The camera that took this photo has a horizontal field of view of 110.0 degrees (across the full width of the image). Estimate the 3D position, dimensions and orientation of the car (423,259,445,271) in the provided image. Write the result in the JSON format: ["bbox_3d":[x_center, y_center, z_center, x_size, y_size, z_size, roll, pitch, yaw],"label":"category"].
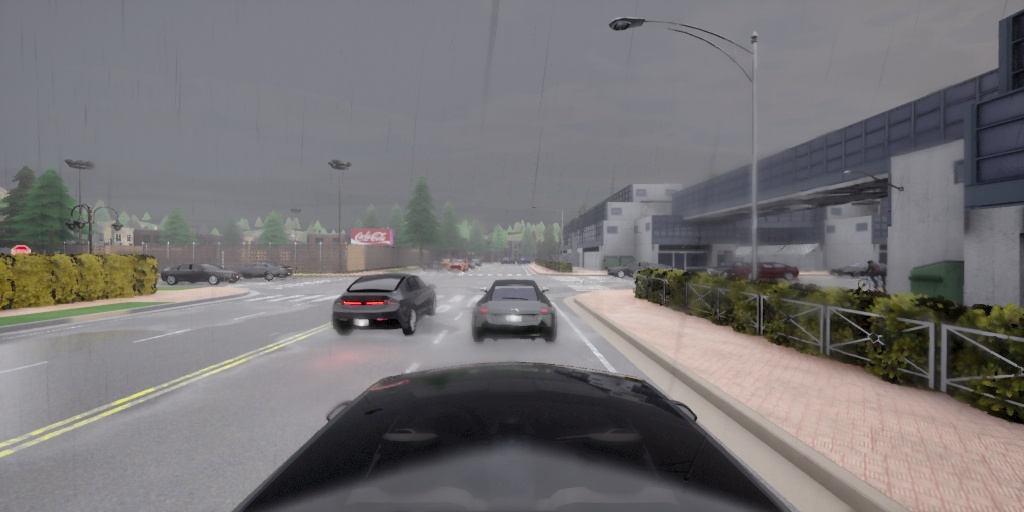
[{"bbox_3d":[-10.431,1.319,47.783,1.994,1.385,4.181,0,0,1],"label":"car"}]

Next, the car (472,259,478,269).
[{"bbox_3d":[-6.861,1.356,55.626,1.895,1.301,4.718,0,0,1],"label":"car"}]

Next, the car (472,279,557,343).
[{"bbox_3d":[0.071,1.315,9.708,1.994,1.385,4.181,0,0,1],"label":"car"}]

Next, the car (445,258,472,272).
[{"bbox_3d":[-6.941,1.107,46.640,2.097,1.767,4.553,0,0,1],"label":"car"}]

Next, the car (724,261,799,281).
[{"bbox_3d":[20.806,1.231,29.645,5.008,1.535,1.882,0,0,0],"label":"car"}]

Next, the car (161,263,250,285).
[{"bbox_3d":[-21.835,1.241,25.333,4.892,1.490,1.837,0,0,0],"label":"car"}]

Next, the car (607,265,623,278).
[{"bbox_3d":[11.351,1.258,33.197,4.892,1.490,1.837,0,0,1],"label":"car"}]

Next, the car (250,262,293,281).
[{"bbox_3d":[-20.430,1.227,28.993,4.902,1.511,2.128,0,0,1],"label":"car"}]

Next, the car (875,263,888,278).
[{"bbox_3d":[33.721,1.245,29.621,4.902,1.511,2.128,0,0,0],"label":"car"}]

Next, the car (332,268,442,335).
[{"bbox_3d":[-3.456,1.256,10.502,1.837,1.490,4.892,0,0,-2],"label":"car"}]

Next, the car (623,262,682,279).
[{"bbox_3d":[11.834,1.317,29.654,4.181,1.385,1.994,0,0,-1],"label":"car"}]

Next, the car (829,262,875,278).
[{"bbox_3d":[32.655,1.300,33.129,5.357,1.411,2.033,0,0,0],"label":"car"}]

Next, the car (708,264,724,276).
[{"bbox_3d":[20.767,1.245,33.145,4.902,1.511,2.128,0,0,0],"label":"car"}]

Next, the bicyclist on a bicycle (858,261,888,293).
[{"bbox_3d":[18.320,1.055,18.165,0.582,1.620,1.656,0,0,0],"label":"bicyclist on a bicycle"}]
